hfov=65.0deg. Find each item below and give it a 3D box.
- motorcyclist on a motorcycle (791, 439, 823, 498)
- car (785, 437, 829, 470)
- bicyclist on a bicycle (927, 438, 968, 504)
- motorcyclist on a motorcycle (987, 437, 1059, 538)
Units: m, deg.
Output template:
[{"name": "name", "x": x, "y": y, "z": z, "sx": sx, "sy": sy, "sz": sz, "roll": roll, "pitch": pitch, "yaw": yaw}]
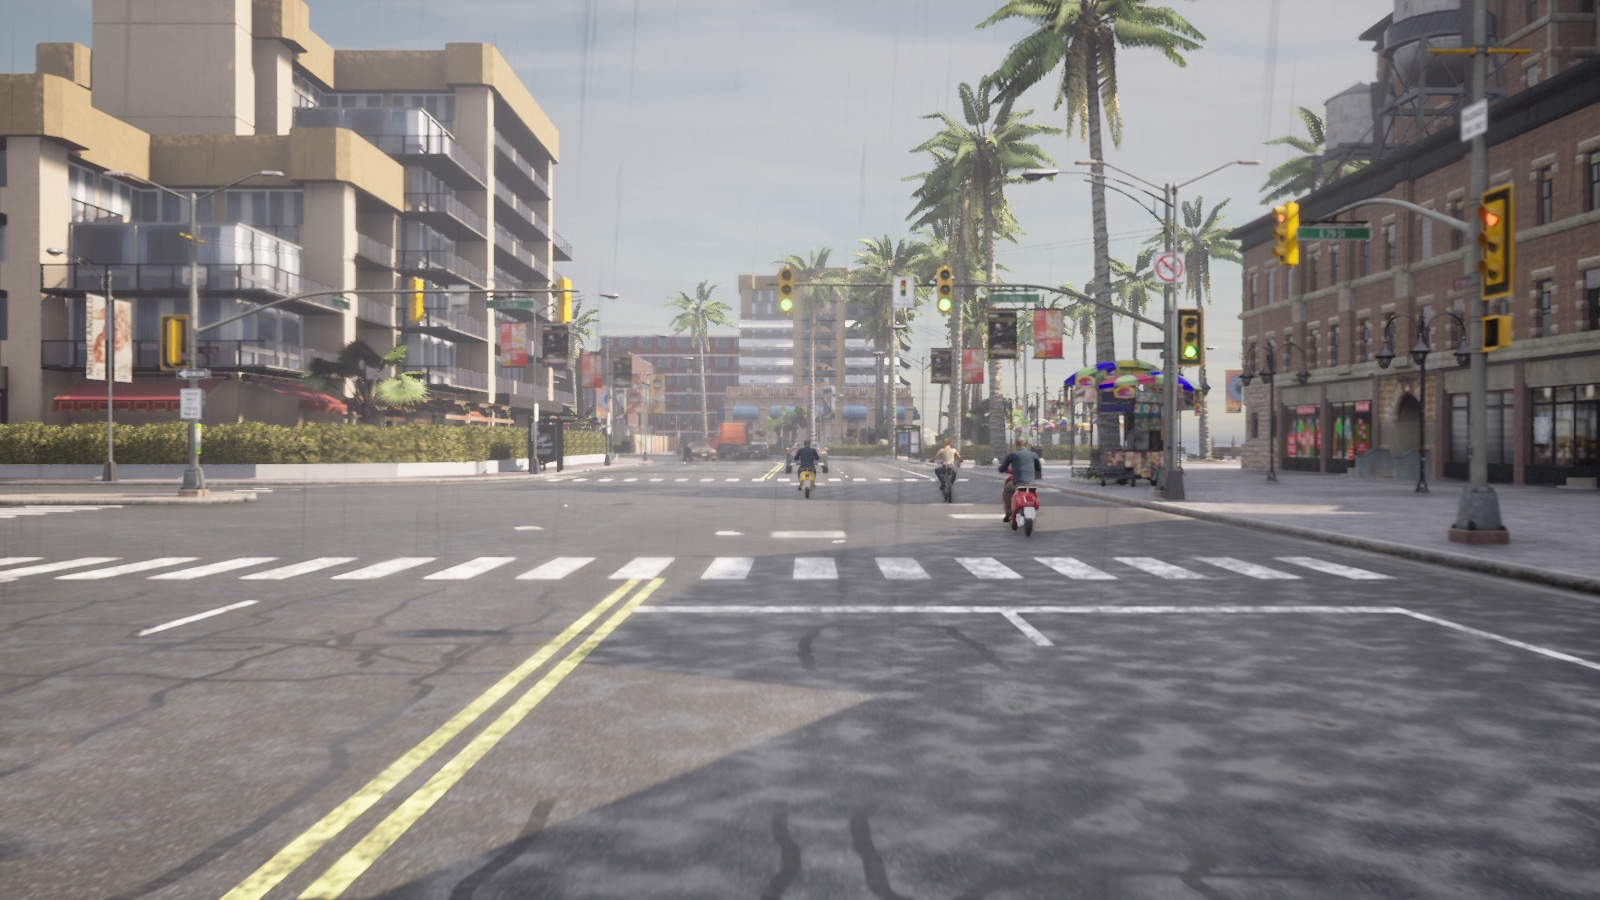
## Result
[{"name": "motorcyclist on a motorcycle", "x": 0.202, "y": 0.504, "z": 34.782, "sx": 0.866, "sy": 1.590, "sz": 1.817, "roll": 0, "pitch": 0, "yaw": 0}, {"name": "car", "x": 0.361, "y": 0.164, "z": 64.079, "sx": 2.152, "sy": 1.651, "sz": 5.027, "roll": 0, "pitch": 0, "yaw": 0}, {"name": "bicyclist on a bicycle", "x": 3.680, "y": 0.509, "z": 31.419, "sx": 0.866, "sy": 1.612, "sz": 1.509, "roll": 0, "pitch": 0, "yaw": 1}, {"name": "motorcyclist on a motorcycle", "x": 3.627, "y": 0.587, "z": 20.609, "sx": 0.866, "sy": 1.590, "sz": 1.817, "roll": 0, "pitch": 0, "yaw": 0}]
